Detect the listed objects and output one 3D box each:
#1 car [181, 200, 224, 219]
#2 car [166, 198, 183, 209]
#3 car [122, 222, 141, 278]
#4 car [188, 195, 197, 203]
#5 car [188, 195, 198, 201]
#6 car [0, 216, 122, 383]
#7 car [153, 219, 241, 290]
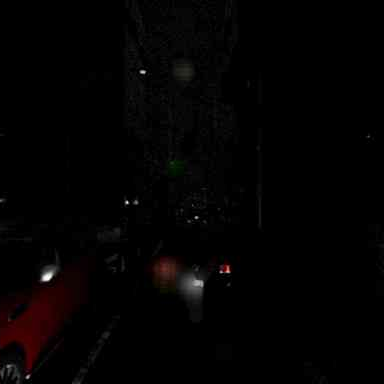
[{"bbox_3d":[1.026,1.647,25.444,1.882,1.535,5.008,0,-1,17],"label":"car"},{"bbox_3d":[-2.805,1.911,50.692,1.994,1.385,4.181,0,0,0],"label":"car"},{"bbox_3d":[-2.639,1.616,10.202,2.008,1.369,4.403,0,0,0],"label":"car"},{"bbox_3d":[0.092,1.692,84.411,2.150,2.045,5.566,0,-1,0],"label":"car"},{"bbox_3d":[0.072,2.033,73.957,1.837,1.490,4.892,0,-1,0],"label":"car"},{"bbox_3d":[-2.636,1.345,4.589,2.192,1.841,5.009,0,0,0],"label":"car"},{"bbox_3d":[0.098,1.660,9.236,1.895,1.301,4.718,0,0,0],"label":"car"}]
